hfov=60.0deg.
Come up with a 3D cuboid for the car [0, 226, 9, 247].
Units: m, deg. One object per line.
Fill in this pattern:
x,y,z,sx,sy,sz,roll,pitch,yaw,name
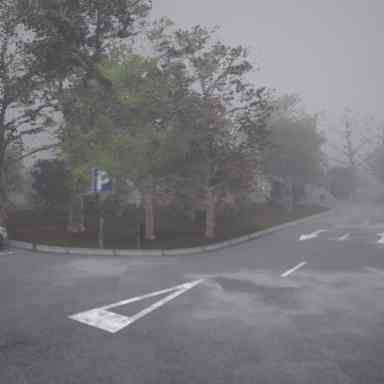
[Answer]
-9.509,1.592,12.591,2.002,1.452,4.674,0,0,35,car
